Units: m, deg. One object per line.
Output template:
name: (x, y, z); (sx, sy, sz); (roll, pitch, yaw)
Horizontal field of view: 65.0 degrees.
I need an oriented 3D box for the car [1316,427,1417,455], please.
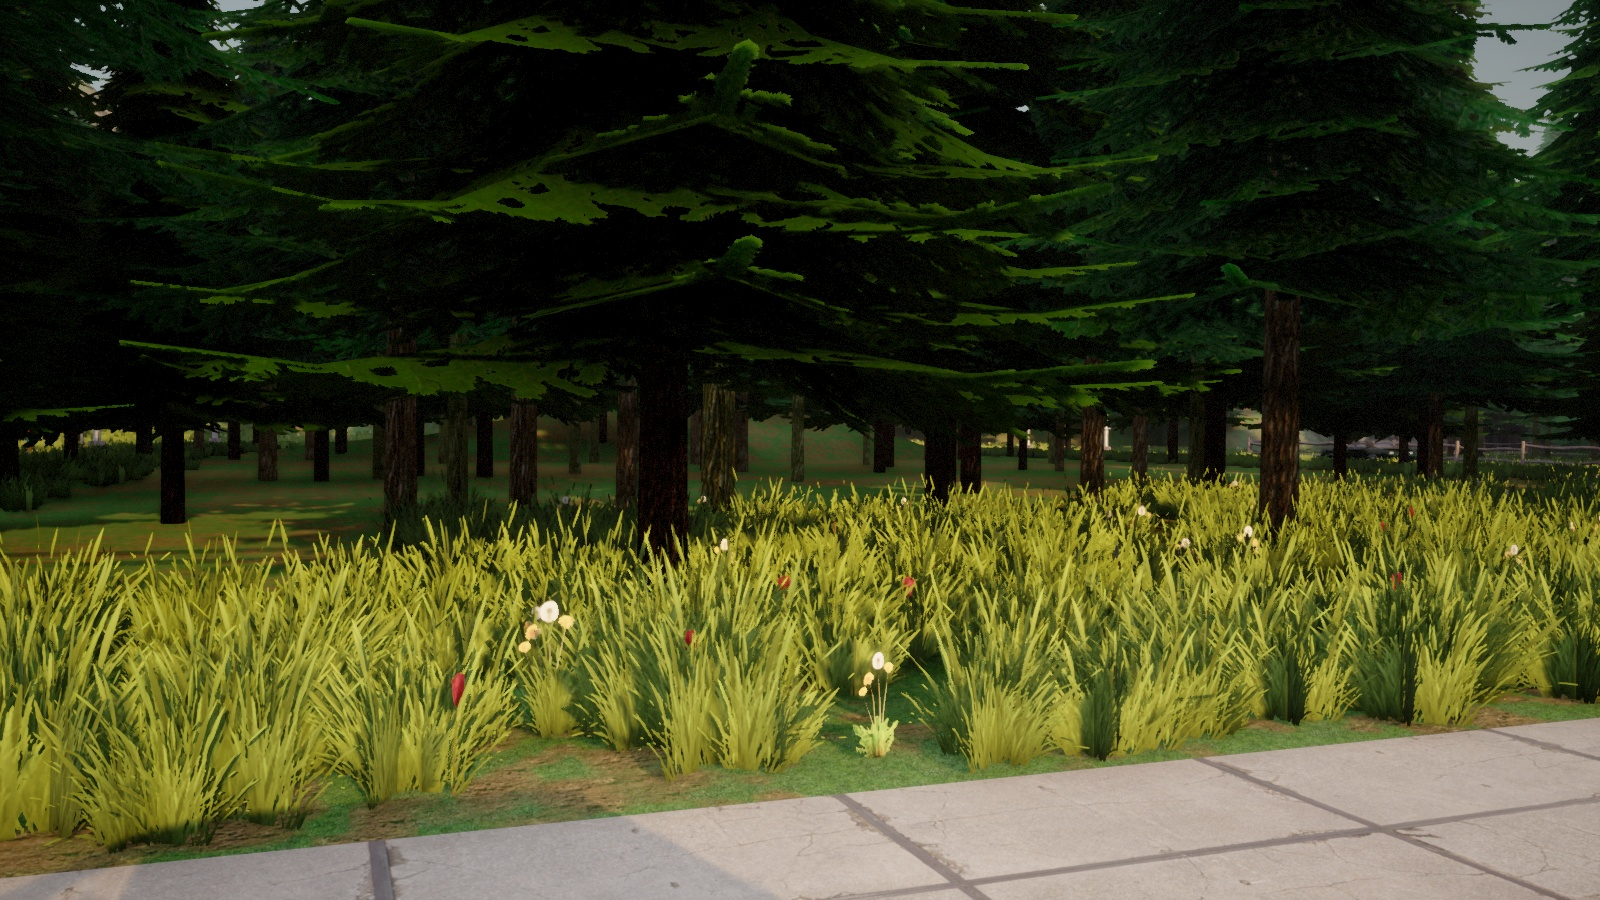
car: (28.536, -0.468, 63.414); (1.895, 1.301, 4.718); (-1, 1, -20)
